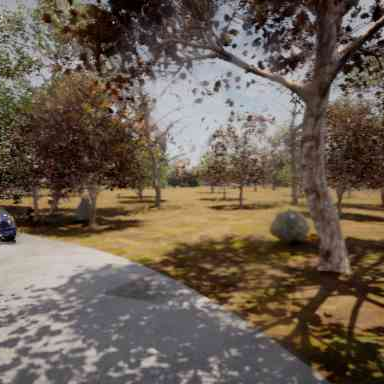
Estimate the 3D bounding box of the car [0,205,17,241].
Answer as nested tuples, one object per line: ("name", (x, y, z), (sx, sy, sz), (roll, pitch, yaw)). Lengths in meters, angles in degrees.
("car", (-9.764, 1.257, 14.979), (4.553, 1.767, 2.097), (2, 2, 41))
